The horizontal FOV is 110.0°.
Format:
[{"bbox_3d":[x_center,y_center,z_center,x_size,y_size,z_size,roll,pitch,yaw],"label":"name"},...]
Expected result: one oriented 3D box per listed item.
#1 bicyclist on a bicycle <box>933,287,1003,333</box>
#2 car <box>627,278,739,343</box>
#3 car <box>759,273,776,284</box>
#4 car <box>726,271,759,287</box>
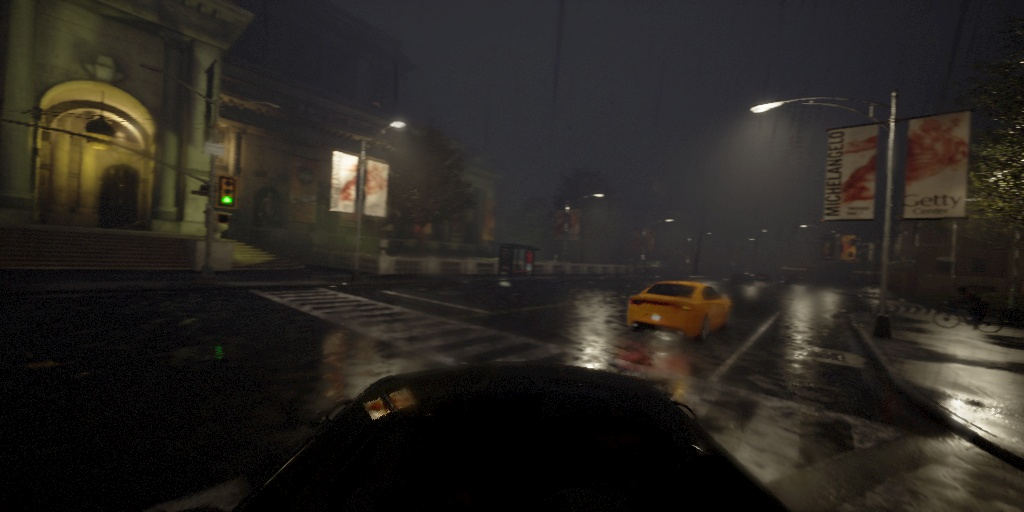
[{"bbox_3d":[17.040,1.996,13.412,1.656,1.620,0.582,3,0,41],"label":"bicyclist on a bicycle"},{"bbox_3d":[5.302,1.513,11.030,1.882,1.535,5.008,3,0,41],"label":"car"},{"bbox_3d":[36.678,3.254,52.472,1.837,1.490,4.892,3,0,44],"label":"car"},{"bbox_3d":[26.218,2.651,40.732,1.882,1.535,5.008,3,0,41],"label":"car"}]
